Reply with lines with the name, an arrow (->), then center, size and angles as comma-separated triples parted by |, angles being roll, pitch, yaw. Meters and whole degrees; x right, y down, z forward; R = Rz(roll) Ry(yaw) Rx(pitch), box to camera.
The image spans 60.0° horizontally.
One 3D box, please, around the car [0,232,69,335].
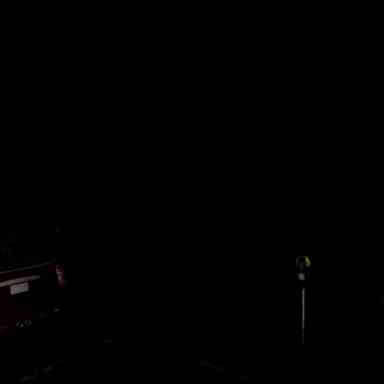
car -> -4.109, 1.440, 6.012 | 4.097, 1.590, 1.967 | 0, 0, 36
